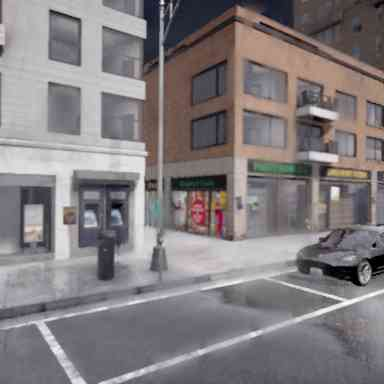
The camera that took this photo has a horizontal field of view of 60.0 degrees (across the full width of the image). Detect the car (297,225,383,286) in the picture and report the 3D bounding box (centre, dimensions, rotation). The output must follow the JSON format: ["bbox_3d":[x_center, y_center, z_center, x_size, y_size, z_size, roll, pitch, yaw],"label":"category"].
[{"bbox_3d":[4.933,1.671,9.703,4.313,1.339,1.947,1,0,-35],"label":"car"}]
